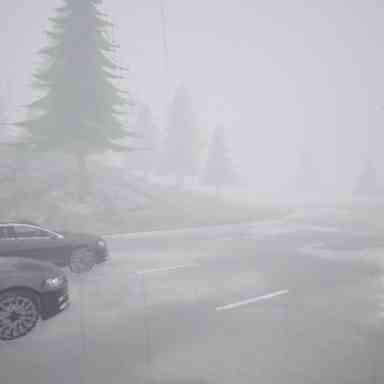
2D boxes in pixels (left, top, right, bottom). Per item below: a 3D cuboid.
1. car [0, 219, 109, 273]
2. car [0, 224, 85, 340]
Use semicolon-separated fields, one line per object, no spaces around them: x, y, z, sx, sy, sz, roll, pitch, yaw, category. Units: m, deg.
-4.722;1.492;8.975;4.902;1.511;2.128;0;0;-35;car
-4.406;1.492;4.901;4.902;1.511;2.128;0;0;-35;car
